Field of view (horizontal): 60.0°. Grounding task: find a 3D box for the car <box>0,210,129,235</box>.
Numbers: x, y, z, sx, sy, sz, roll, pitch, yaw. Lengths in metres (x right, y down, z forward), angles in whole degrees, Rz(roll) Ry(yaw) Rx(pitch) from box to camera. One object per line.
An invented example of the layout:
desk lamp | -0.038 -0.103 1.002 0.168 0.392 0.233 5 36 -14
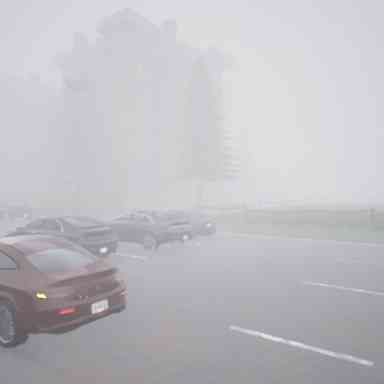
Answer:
car | -4.683 1.547 11.635 4.892 1.490 1.837 0 0 36

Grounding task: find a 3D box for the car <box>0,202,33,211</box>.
car | -15.106 1.618 27.674 4.892 1.490 1.837 0 0 36

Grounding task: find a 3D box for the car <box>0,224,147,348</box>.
car | -3.251 1.550 6.296 4.674 1.442 1.812 0 0 35

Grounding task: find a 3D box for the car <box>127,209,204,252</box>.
car | -2.222 1.531 14.179 4.902 1.511 2.128 0 0 36

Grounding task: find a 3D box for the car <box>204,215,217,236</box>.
car | -0.789 1.606 17.458 4.181 1.385 1.994 0 0 36
